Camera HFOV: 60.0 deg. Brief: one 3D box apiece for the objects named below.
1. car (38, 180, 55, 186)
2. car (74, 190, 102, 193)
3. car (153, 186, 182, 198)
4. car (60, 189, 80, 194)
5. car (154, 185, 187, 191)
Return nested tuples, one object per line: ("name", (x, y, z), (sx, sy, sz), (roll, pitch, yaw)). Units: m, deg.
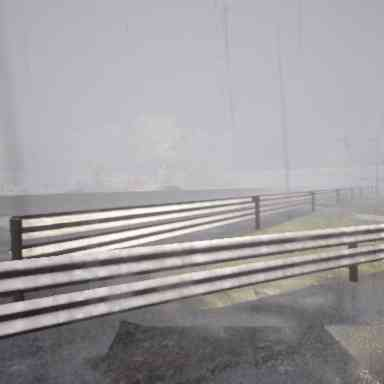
("car", (-29.819, -1.673, 67.607), (1.837, 1.490, 4.892), (-1, 4, 14))
("car", (-11.376, 0.672, 40.169), (1.895, 1.301, 4.718), (0, 1, 33))
("car", (-4.188, -0.046, 57.864), (2.150, 2.045, 5.566), (0, 1, 32))
("car", (-15.072, 0.468, 40.872), (2.097, 1.767, 4.553), (0, 1, 33))
("car", (-3.535, 0.082, 45.919), (2.150, 2.045, 5.566), (0, 1, 33))
